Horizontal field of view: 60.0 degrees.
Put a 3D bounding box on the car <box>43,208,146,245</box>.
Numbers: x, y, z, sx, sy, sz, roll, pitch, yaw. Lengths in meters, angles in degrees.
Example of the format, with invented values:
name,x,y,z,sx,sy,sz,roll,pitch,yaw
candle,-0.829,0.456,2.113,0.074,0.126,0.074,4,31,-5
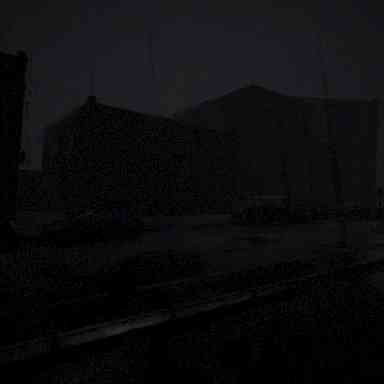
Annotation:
name,x,y,z,sx,sy,sz,roll,pitch,yaw
car,-4.406,1.507,15.498,4.674,1.452,2.002,0,0,-36

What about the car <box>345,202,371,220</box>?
name,x,y,z,sx,sy,sz,roll,pitch,yaw
car,13.496,1.543,28.352,4.674,1.452,2.002,0,-2,-36

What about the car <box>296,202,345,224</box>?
name,x,y,z,sx,sy,sz,roll,pitch,yaw
car,9.039,1.523,25.136,4.792,1.488,2.163,0,0,-36

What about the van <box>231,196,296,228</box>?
name,x,y,z,sx,sy,sz,roll,pitch,yaw
van,4.479,1.259,21.866,4.442,1.987,1.878,0,0,-36

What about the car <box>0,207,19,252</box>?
name,x,y,z,sx,sy,sz,roll,pitch,yaw
car,-8.974,1.332,12.222,4.553,1.767,2.185,0,0,-36
